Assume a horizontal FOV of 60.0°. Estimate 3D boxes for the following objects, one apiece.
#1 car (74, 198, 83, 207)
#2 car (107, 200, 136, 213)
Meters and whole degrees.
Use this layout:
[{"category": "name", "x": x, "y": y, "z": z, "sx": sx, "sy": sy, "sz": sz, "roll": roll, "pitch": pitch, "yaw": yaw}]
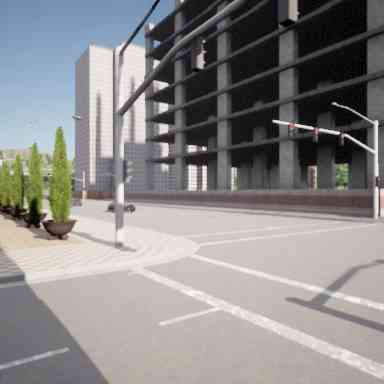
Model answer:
[{"category": "car", "x": -19.115, "y": 1.608, "z": 53.179, "sx": 2.033, "sy": 1.411, "sz": 5.357, "roll": 0, "pitch": 0, "yaw": -35}, {"category": "car", "x": -7.846, "y": 1.604, "z": 36.929, "sx": 1.994, "sy": 1.385, "sz": 4.181, "roll": 0, "pitch": 0, "yaw": -35}]
